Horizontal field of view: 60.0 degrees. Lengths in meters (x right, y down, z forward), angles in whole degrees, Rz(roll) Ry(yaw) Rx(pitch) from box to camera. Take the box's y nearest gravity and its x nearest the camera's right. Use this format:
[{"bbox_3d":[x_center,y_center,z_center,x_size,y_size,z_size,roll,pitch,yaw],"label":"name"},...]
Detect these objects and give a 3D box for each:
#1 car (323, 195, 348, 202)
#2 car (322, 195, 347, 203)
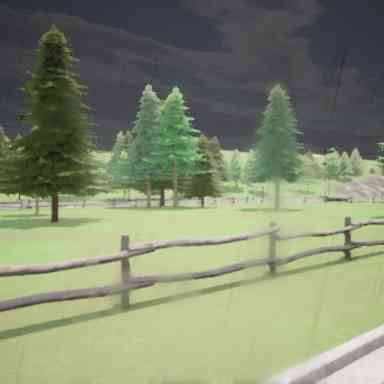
[{"bbox_3d":[30.605,1.348,70.925,4.674,1.442,1.812,0,0,25],"label":"car"},{"bbox_3d":[29.086,1.563,68.180,4.718,1.301,1.895,0,0,27],"label":"car"}]
